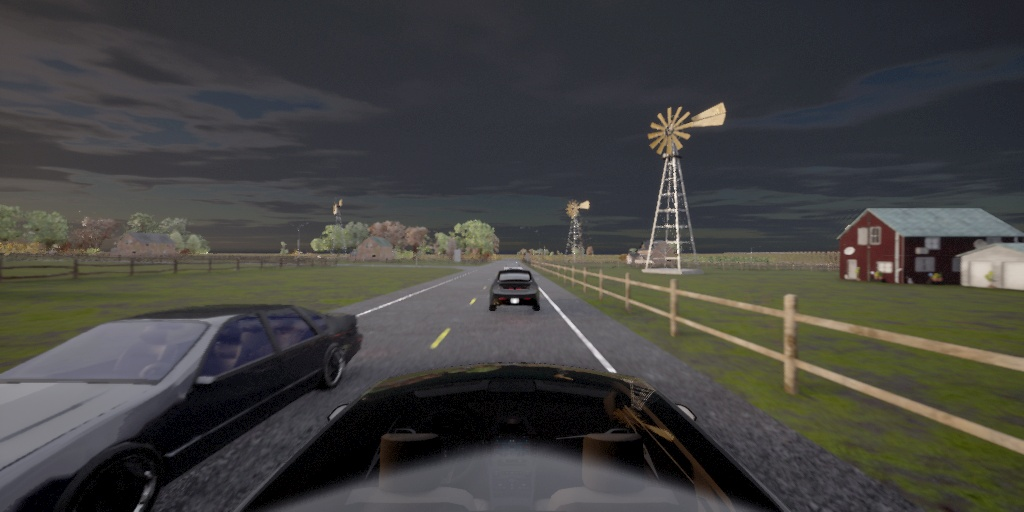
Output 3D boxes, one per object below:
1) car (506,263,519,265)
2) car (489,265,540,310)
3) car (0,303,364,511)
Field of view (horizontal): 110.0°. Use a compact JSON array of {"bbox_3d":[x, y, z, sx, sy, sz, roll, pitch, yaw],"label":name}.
[{"bbox_3d":[0.087,1.464,39.946,1.895,1.301,4.718,0,0,0],"label":"car"},{"bbox_3d":[0.097,1.294,14.839,1.837,1.490,4.892,0,0,0],"label":"car"},{"bbox_3d":[-3.570,1.305,4.104,2.033,1.411,5.357,0,0,0],"label":"car"}]
